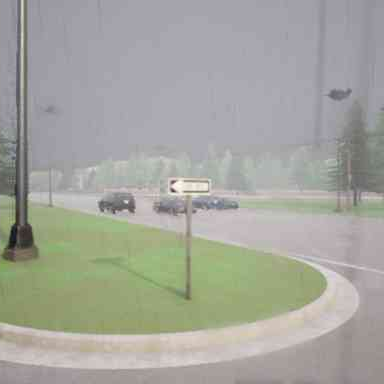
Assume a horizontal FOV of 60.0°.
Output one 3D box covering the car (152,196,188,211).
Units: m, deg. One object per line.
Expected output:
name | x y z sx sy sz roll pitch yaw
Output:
car | -2.585 1.263 37.710 1.882 1.535 5.008 0 0 -33

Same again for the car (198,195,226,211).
car | 1.401 1.159 37.990 2.097 1.767 4.553 0 0 -33

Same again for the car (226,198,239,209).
car | 3.772 1.369 40.771 1.994 1.385 4.181 0 0 -33

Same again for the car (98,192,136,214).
car | -7.295 1.010 32.102 2.150 2.045 5.566 0 0 -33

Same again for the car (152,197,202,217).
car | -1.660 1.380 29.821 2.033 1.411 5.357 0 0 -33
